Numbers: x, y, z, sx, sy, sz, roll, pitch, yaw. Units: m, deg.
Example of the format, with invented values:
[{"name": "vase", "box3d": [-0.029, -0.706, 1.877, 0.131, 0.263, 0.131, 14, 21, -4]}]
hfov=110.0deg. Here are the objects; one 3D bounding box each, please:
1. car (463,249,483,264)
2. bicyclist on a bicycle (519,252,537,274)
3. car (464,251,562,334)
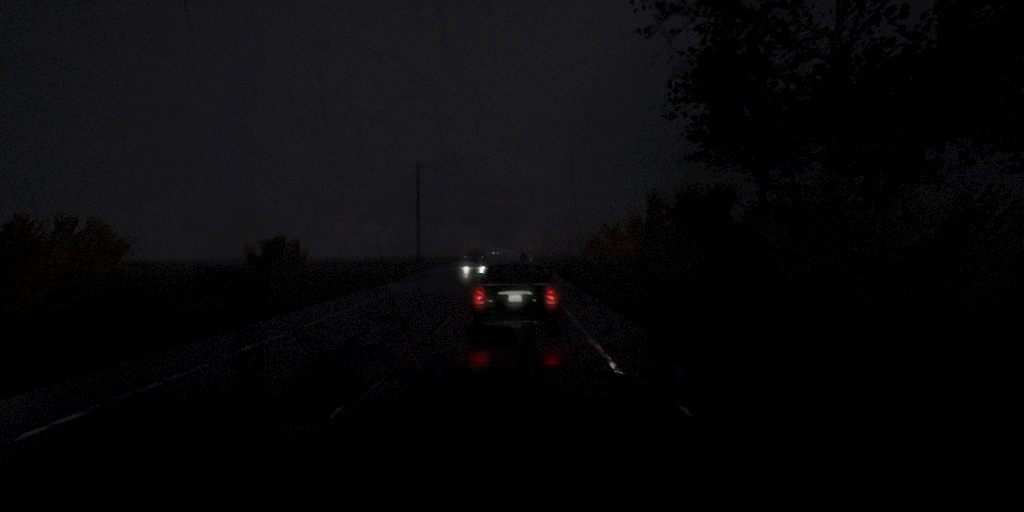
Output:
[{"name": "car", "box3d": [-3.810, 0.090, 37.434, 2.097, 1.767, 4.553, 0, 2, -1]}, {"name": "bicyclist on a bicycle", "box3d": [0.903, 0.746, 17.222, 0.866, 1.612, 1.509, 0, 2, 0]}, {"name": "car", "box3d": [0.072, 0.871, 9.877, 2.097, 1.767, 4.553, 0, 2, 0]}]
